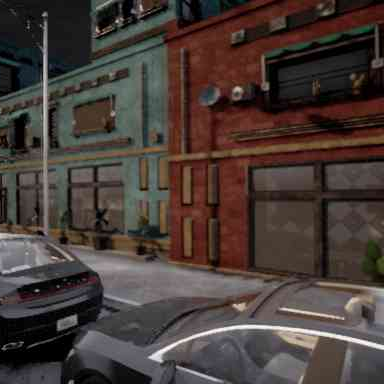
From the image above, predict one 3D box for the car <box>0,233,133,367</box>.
[{"bbox_3d":[-3.633,1.474,5.847,4.892,1.521,2.231,0,0,36],"label":"car"}]
